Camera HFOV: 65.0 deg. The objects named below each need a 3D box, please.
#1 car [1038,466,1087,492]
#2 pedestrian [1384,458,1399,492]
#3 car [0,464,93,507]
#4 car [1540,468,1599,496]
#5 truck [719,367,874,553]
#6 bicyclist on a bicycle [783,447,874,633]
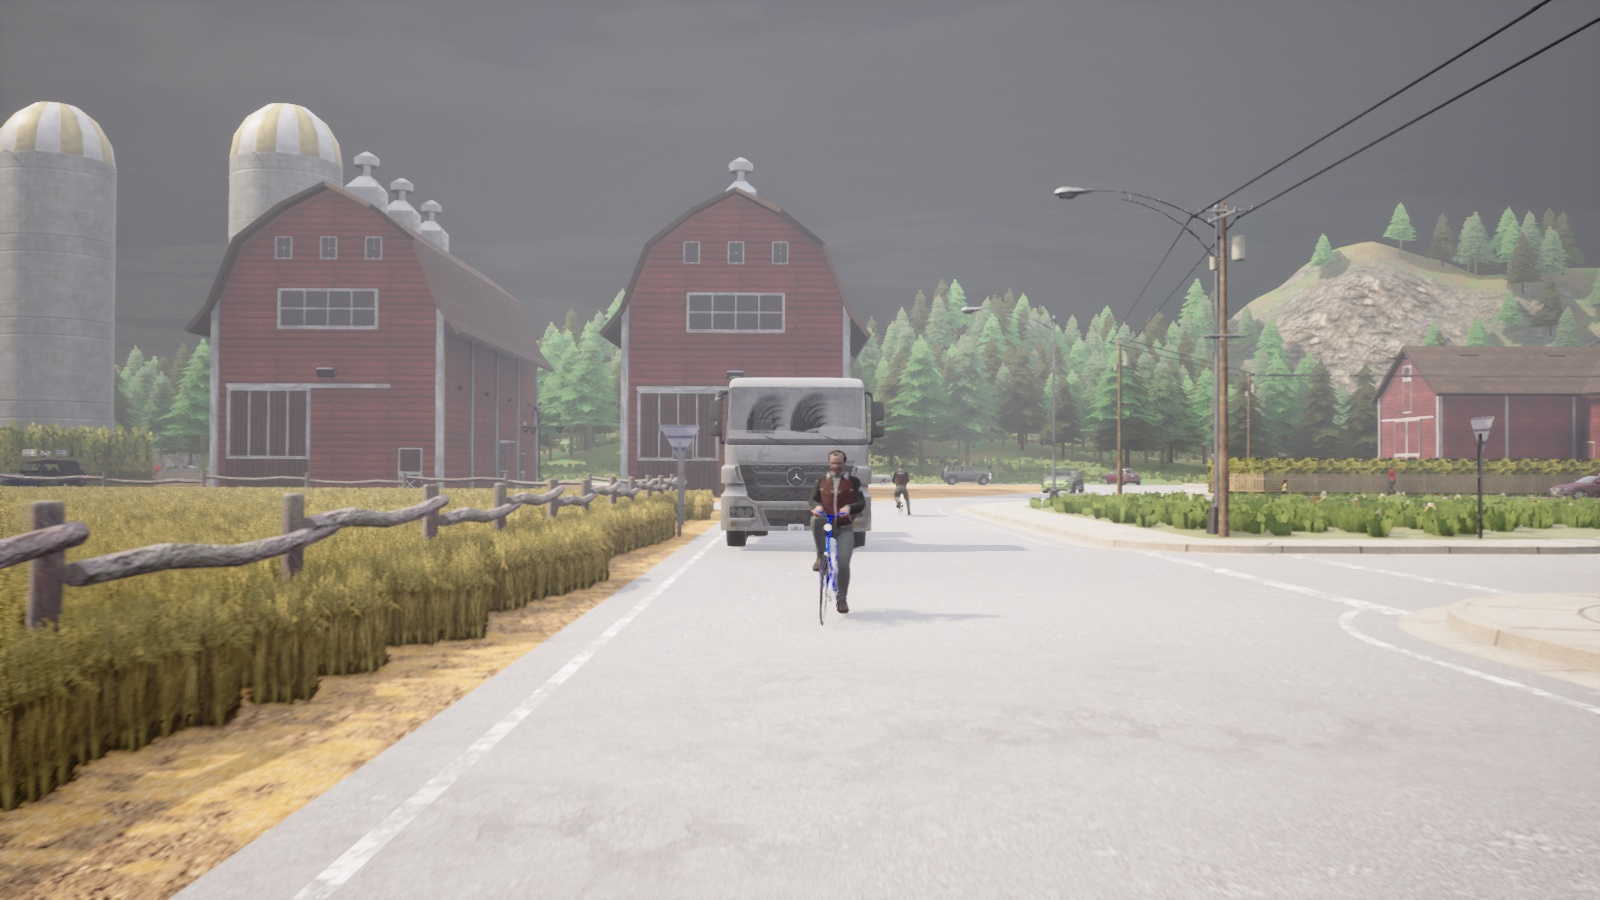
[{"bbox_3d":[16.046,1.724,76.555,2.007,1.525,4.514,-1,-1,24],"label":"car"},{"bbox_3d":[32.267,1.364,68.475,0.636,1.846,0.331,0,-1,-2],"label":"pedestrian"},{"bbox_3d":[-33.919,1.580,55.865,3.866,1.878,1.905,0,-1,2],"label":"car"},{"bbox_3d":[41.115,1.645,64.866,4.674,1.442,1.812,0,-1,0],"label":"car"},{"bbox_3d":[-0.073,0.242,27.483,2.891,3.462,7.936,0,-1,0],"label":"truck"},{"bbox_3d":[0.324,0.876,13.021,0.659,1.776,1.843,1,-1,10],"label":"bicyclist on a bicycle"}]
